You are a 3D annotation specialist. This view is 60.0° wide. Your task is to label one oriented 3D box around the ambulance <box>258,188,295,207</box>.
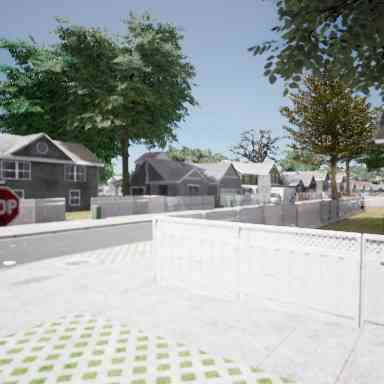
[{"bbox_3d":[9.671,0.791,37.931,2.351,2.431,6.366,0,0,35],"label":"ambulance"}]
